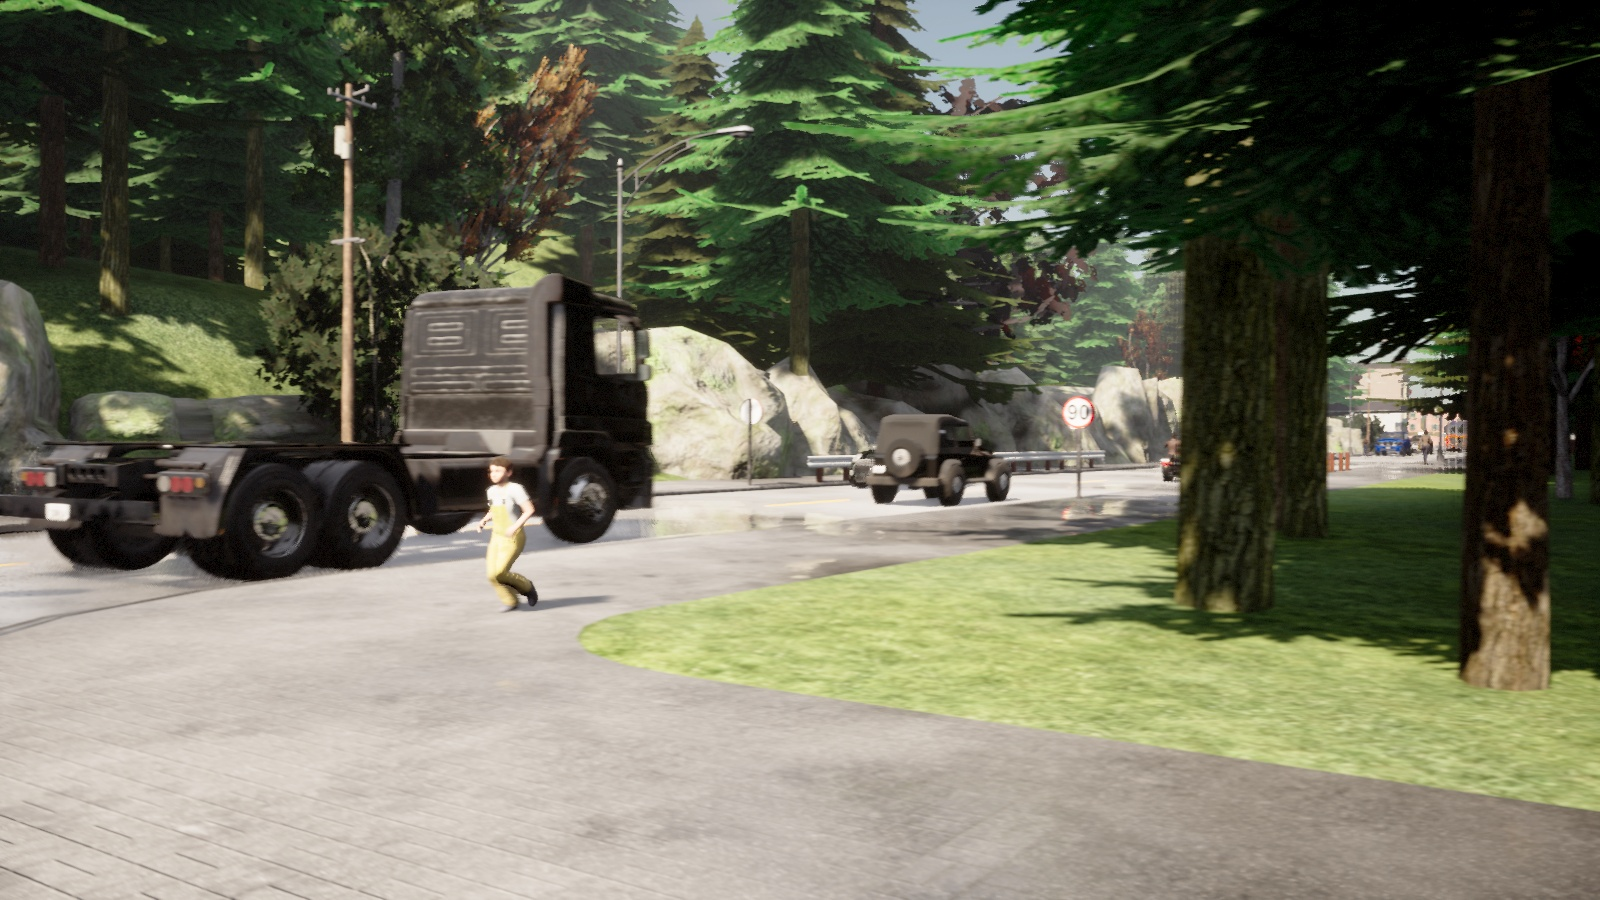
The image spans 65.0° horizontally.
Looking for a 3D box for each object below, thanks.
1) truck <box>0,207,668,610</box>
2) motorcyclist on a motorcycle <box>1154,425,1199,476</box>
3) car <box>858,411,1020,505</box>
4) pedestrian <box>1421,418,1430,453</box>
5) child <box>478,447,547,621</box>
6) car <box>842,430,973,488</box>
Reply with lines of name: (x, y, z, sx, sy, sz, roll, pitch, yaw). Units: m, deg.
truck: (-4.957, -0.410, 14.992, 2.891, 3.462, 7.936, 0, 1, 26)
motorcyclist on a motorcycle: (12.402, 0.006, 41.296, 0.766, 1.649, 2.350, 0, 1, 33)
car: (3.058, 0.130, 27.052, 1.905, 1.878, 3.866, 0, 1, 33)
pedestrian: (32.985, -0.761, 66.178, 0.328, 1.805, 0.869, 0, 1, 33)
child: (-2.151, 0.612, 9.409, 0.270, 1.263, 0.437, 0, 1, 30)
car: (2.980, 0.203, 34.226, 1.970, 1.475, 3.806, 0, 1, 33)
